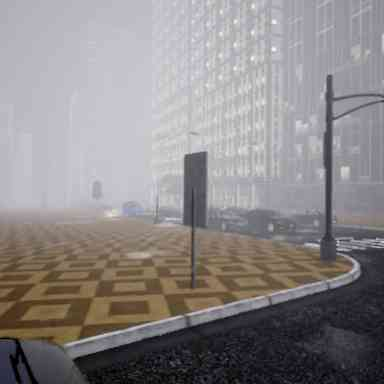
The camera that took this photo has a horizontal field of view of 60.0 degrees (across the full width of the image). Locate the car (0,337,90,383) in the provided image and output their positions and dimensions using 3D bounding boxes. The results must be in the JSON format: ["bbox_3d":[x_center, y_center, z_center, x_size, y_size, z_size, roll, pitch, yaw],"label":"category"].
[{"bbox_3d":[-2.499,1.554,1.453,4.181,1.385,1.994,1,0,-35],"label":"car"}]

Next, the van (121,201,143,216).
[{"bbox_3d":[-7.747,2.178,43.548,1.690,1.788,3.998,0,-1,-26],"label":"van"}]

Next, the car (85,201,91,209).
[{"bbox_3d":[-20.208,2.941,68.752,1.887,1.381,4.507,0,-1,-26],"label":"car"}]

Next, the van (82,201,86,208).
[{"bbox_3d":[-22.702,2.851,73.796,1.690,1.788,3.998,0,-1,-26],"label":"van"}]

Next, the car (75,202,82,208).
[{"bbox_3d":[-27.685,3.285,83.875,1.887,1.381,4.507,0,-1,-26],"label":"car"}]

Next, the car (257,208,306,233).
[{"bbox_3d":[5.236,1.892,23.172,1.882,1.535,5.008,1,-1,-24],"label":"car"}]

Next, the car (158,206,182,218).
[{"bbox_3d":[-2.729,2.320,39.286,1.994,1.385,4.181,1,-1,-26],"label":"car"}]

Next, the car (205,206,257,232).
[{"bbox_3d":[2.227,1.956,23.377,2.008,1.369,4.403,0,-1,-26],"label":"car"}]

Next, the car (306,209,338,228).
[{"bbox_3d":[9.739,2.076,27.089,2.008,1.369,4.403,0,-1,-26],"label":"car"}]

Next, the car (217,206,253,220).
[{"bbox_3d":[4.753,2.305,37.173,1.947,1.339,4.313,0,-1,-26],"label":"car"}]

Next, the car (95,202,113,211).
[{"bbox_3d":[-15.222,2.720,58.668,2.008,1.369,4.403,0,-1,-26],"label":"car"}]

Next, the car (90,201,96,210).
[{"bbox_3d":[-17.640,2.804,63.558,1.752,1.417,4.829,0,-1,-26],"label":"car"}]

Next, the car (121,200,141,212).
[{"bbox_3d":[-9.991,2.243,54.195,2.097,1.767,4.553,1,-2,-26],"label":"car"}]
